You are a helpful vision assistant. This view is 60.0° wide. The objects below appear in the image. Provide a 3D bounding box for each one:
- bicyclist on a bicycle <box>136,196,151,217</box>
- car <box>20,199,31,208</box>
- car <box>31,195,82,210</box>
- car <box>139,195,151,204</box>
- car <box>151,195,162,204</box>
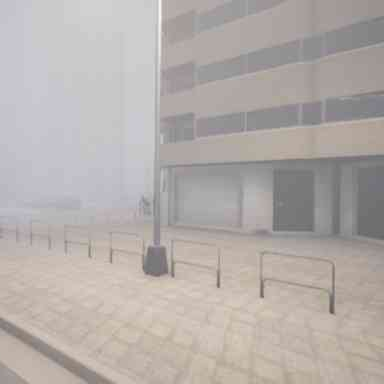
[{"bbox_3d":[-3.840,1.131,26.427,1.656,1.620,0.582,1,0,38],"label":"bicyclist on a bicycle"},{"bbox_3d":[-17.232,1.115,38.494,1.837,1.490,4.892,1,1,38],"label":"car"},{"bbox_3d":[-14.463,1.158,36.353,1.837,1.490,4.892,1,1,38],"label":"car"},{"bbox_3d":[-6.170,1.139,52.563,1.882,1.535,5.008,1,1,38],"label":"car"},{"bbox_3d":[-3.408,1.226,50.414,1.837,1.490,4.892,1,1,38],"label":"car"}]
